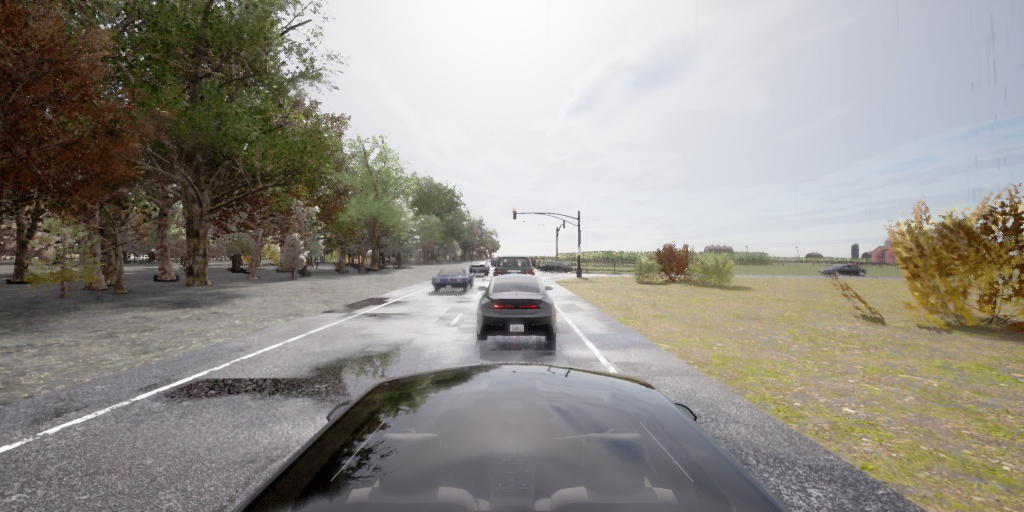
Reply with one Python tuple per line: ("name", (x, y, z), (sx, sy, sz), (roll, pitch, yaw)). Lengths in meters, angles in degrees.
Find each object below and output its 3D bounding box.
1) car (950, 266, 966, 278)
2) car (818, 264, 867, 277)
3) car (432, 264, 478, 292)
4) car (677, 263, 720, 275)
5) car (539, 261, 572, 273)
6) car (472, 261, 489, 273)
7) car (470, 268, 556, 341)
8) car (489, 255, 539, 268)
("car", (48.935, 1.807, 39.221), (4.674, 1.442, 1.812), (1, -1, 0))
("car", (39.403, 1.742, 42.854), (4.892, 1.490, 1.837), (0, -1, 0))
("car", (-3.398, 1.355, 21.547), (1.895, 1.301, 4.718), (0, 0, 0))
("car", (22.248, 1.528, 42.942), (5.008, 1.535, 1.882), (0, -1, 0))
("car", (5.368, 1.414, 45.703), (4.674, 1.442, 1.812), (1, 0, 32))
("car", (-3.397, 1.249, 37.795), (2.128, 1.511, 4.902), (0, 0, 0))
("car", (0.101, 1.257, 9.895), (1.837, 1.490, 4.892), (0, 0, 0))
("car", (0.104, 0.976, 19.810), (2.150, 2.045, 5.566), (0, 0, 0))
